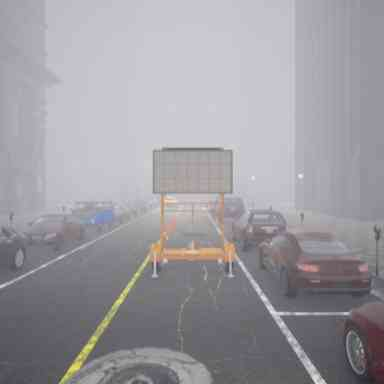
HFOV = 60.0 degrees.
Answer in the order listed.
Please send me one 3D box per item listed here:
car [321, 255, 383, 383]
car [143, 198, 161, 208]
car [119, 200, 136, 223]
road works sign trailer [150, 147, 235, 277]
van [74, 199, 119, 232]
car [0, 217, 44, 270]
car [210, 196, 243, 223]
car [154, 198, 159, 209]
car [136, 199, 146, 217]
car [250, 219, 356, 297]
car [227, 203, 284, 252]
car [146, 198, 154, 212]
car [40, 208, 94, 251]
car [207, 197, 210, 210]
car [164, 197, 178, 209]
[{"bbox_3d":[2.765,1.579,2.605,1.802,1.307,4.206,0,0,0],"label":"car"},{"bbox_3d":[-5.657,1.527,47.712,2.008,1.369,4.403,0,0,0],"label":"car"},{"bbox_3d":[-5.709,1.506,24.996,1.752,1.417,4.829,0,0,0],"label":"car"},{"bbox_3d":[0.023,0.454,10.136,2.380,3.560,2.880,0,0,0],"label":"road works sign trailer"},{"bbox_3d":[-5.722,1.324,19.529,1.690,1.788,3.998,0,0,0],"label":"van"},{"bbox_3d":[-5.747,1.542,8.256,2.008,1.369,4.403,0,0,0],"label":"car"},{"bbox_3d":[2.815,1.295,25.149,2.192,1.841,5.009,0,0,0],"label":"car"},{"bbox_3d":[-5.670,1.542,42.076,1.947,1.339,4.313,0,0,0],"label":"car"},{"bbox_3d":[-5.695,1.560,30.803,1.802,1.307,4.206,0,0,0],"label":"car"},{"bbox_3d":[2.778,1.573,8.242,1.802,1.307,4.206,0,0,0],"label":"car"},{"bbox_3d":[2.790,1.427,13.878,1.967,1.590,4.097,0,0,0],"label":"car"},{"bbox_3d":[-5.683,1.543,36.439,1.947,1.339,4.313,0,0,0],"label":"car"},{"bbox_3d":[-5.734,1.569,13.893,1.802,1.307,4.206,0,0,0],"label":"car"},{"bbox_3d":[2.828,1.293,30.786,2.192,1.841,5.009,0,0,0],"label":"car"},{"bbox_3d":[-2.970,1.454,45.026,1.882,1.535,5.008,0,0,0],"label":"car"}]
